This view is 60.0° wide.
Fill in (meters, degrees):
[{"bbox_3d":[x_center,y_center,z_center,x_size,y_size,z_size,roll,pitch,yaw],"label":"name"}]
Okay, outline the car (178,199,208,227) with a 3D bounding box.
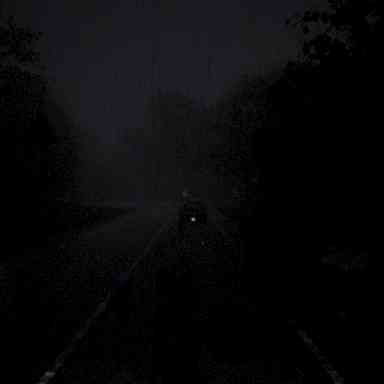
[{"bbox_3d":[0.072,1.464,22.738,2.128,1.511,4.902,0,0,0],"label":"car"}]
